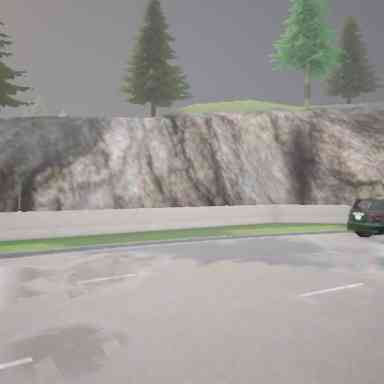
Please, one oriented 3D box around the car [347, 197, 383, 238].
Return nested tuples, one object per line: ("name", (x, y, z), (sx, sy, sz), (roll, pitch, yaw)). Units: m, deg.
("car", (10.186, 1.255, 15.922), (5.566, 2.045, 2.150), (0, 0, -16))
